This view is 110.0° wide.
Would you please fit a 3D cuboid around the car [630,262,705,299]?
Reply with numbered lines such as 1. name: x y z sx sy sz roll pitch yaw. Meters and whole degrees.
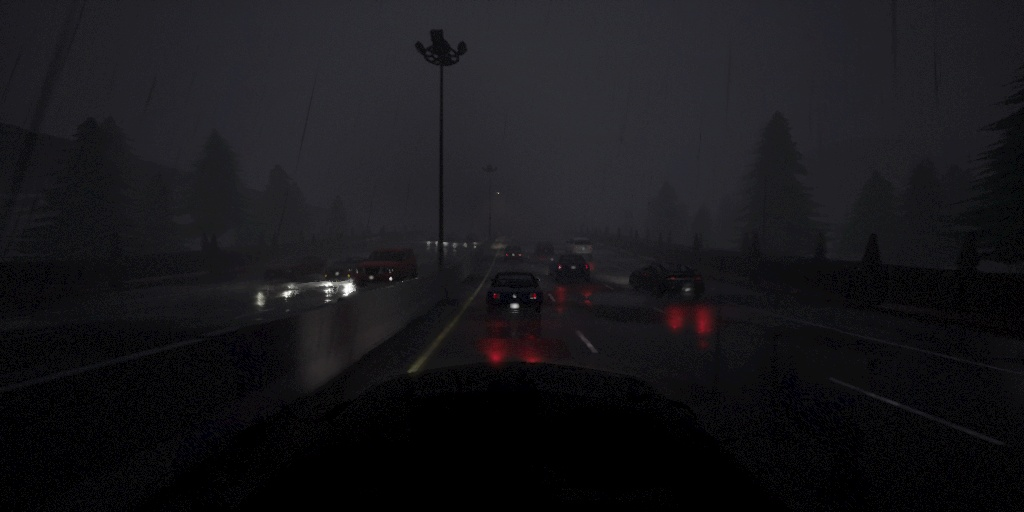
1. car: 7.104 1.043 16.897 2.128 1.511 4.902 0 2 0

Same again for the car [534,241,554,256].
1. car: 3.622 -0.949 40.598 1.882 1.535 5.008 0 6 0

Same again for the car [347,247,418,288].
1. car: -7.089 0.580 20.810 2.150 2.045 5.566 0 3 0

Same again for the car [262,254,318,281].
1. car: -14.087 0.663 23.568 1.882 1.535 5.008 0 4 0

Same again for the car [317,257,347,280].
1. car: -10.588 0.742 23.689 1.994 1.385 4.181 0 4 0

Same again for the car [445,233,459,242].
1. car: -10.499 -3.255 62.630 1.837 1.490 4.892 0 6 1

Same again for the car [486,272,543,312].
1. car: 0.099 1.262 13.856 1.895 1.301 4.718 0 2 0

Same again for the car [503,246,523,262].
1. car: 0.119 -0.316 35.299 2.033 1.411 5.357 0 6 0

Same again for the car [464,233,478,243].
1. car: -7.011 -3.194 61.815 1.882 1.535 5.008 0 6 1

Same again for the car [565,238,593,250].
1. car: 7.122 -0.968 38.355 2.150 2.045 5.566 0 6 0

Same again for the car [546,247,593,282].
1. car: 3.611 0.561 23.190 2.097 1.767 4.553 0 4 0
